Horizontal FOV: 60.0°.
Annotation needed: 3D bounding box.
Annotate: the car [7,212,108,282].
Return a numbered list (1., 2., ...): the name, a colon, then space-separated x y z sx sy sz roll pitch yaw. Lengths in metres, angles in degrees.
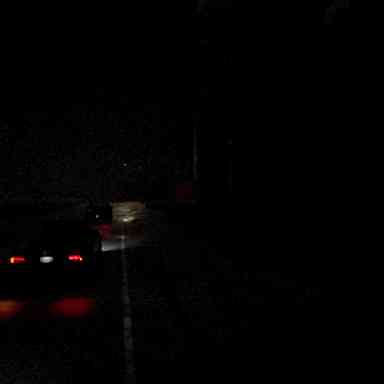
1. car: -3.771 1.564 9.927 2.033 1.411 5.357 0 0 -12

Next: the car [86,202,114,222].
1. car: -7.269 1.530 26.151 2.128 1.511 4.902 0 0 -12
